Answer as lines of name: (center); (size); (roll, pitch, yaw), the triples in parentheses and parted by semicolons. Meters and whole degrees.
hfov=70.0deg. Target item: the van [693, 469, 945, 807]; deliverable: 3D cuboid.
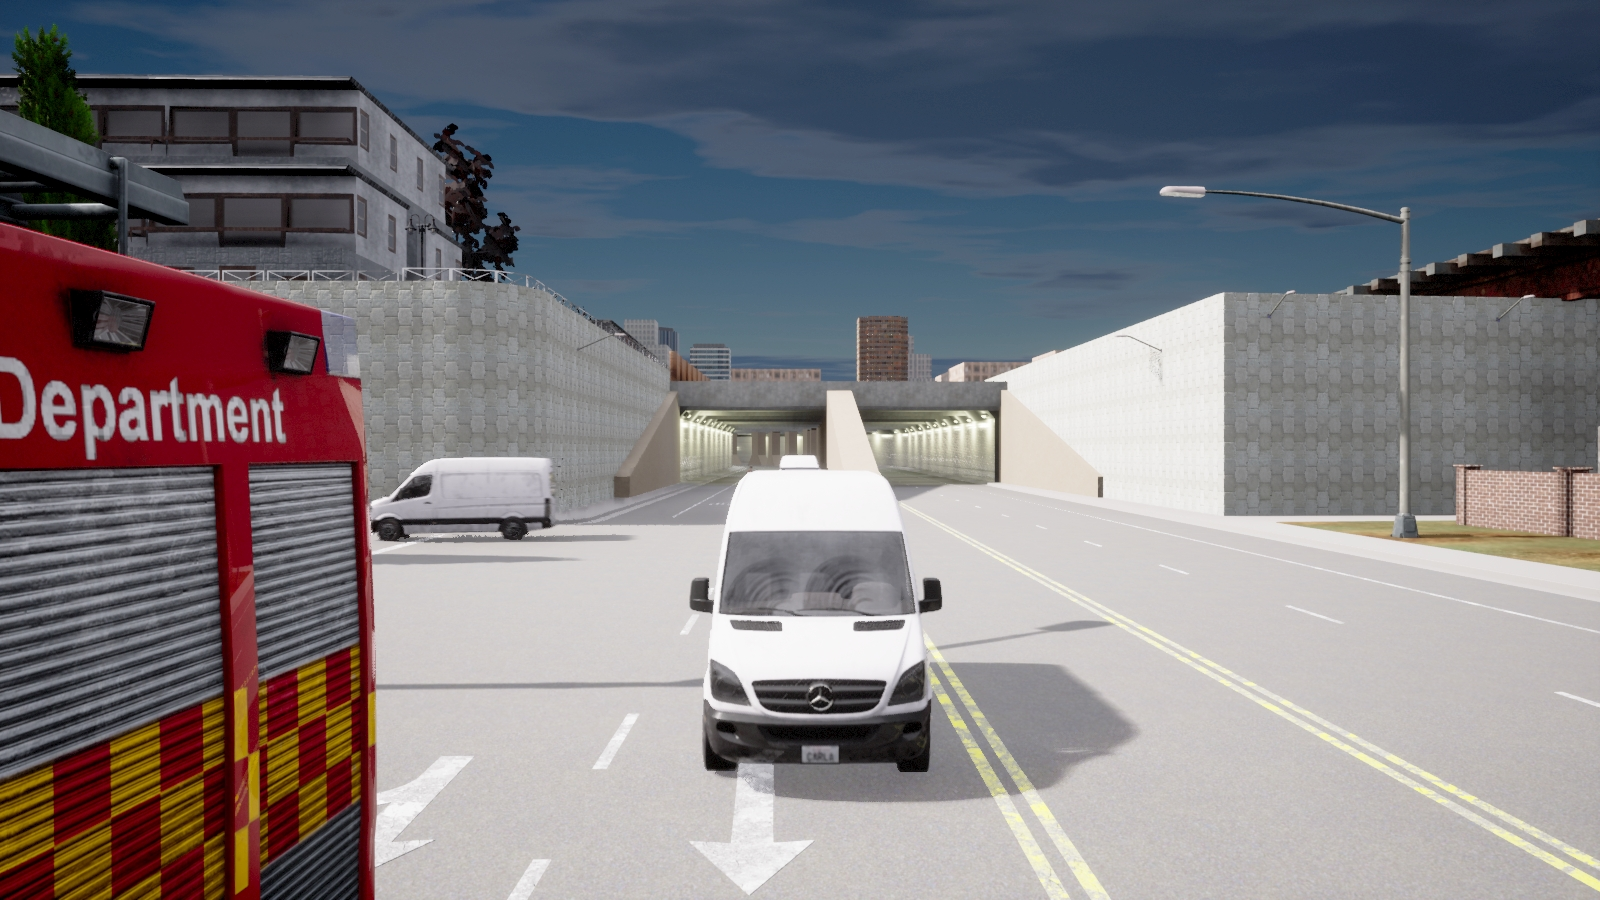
van: (0.129, 1.533, 11.984); (1.988, 2.561, 5.915); (0, 0, 0)

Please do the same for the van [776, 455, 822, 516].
van: (-0.042, 1.534, 51.528); (1.988, 2.561, 5.915); (0, 0, 0)

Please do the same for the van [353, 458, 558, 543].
van: (-10.679, 1.534, 35.847); (5.915, 2.561, 1.988); (0, 0, -8)
